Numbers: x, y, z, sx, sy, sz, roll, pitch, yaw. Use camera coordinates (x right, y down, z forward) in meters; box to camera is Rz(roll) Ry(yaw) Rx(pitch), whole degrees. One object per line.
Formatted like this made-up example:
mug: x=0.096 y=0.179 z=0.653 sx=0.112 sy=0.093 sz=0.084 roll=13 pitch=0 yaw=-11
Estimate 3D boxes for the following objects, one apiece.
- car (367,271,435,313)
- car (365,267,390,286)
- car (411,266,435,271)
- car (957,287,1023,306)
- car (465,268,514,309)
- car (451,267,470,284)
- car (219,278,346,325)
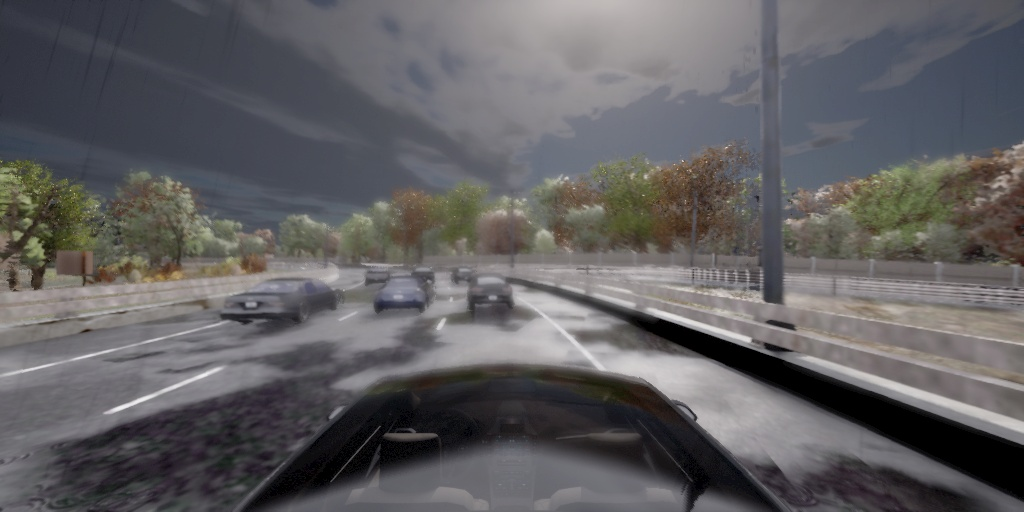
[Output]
car: x=-4.448 y=1.509 z=15.257 sx=1.994 sy=1.385 sz=4.181 roll=0 pitch=-1 yaw=-7
car: x=-10.958 y=1.651 z=29.718 sx=2.128 sy=1.511 sz=4.902 roll=0 pitch=-1 yaw=-15
car: x=-7.874 y=1.650 z=31.661 sx=1.882 sy=1.535 sz=5.008 roll=0 pitch=0 yaw=-16
car: x=37.556 y=3.091 z=27.706 sx=4.181 sy=1.385 sz=1.994 roll=3 pitch=1 yaw=28
car: x=-1.039 y=1.468 z=16.099 sx=1.812 sy=1.442 sz=4.674 roll=0 pitch=-1 yaw=-8
car: x=-4.334 y=1.689 z=31.999 sx=1.812 sy=1.442 sz=4.674 roll=0 pitch=-1 yaw=-16
car: x=-7.651 y=1.470 z=12.652 sx=2.033 sy=1.411 sz=5.357 roll=0 pitch=-1 yaw=-6
